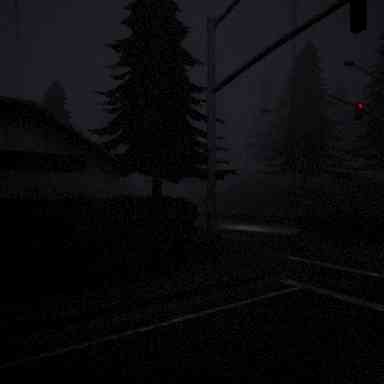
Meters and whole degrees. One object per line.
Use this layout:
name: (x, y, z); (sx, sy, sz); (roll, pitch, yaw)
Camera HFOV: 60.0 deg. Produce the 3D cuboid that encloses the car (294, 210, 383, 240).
car: (7.695, 1.587, 16.937); (1.895, 1.301, 4.718); (0, 0, -41)
